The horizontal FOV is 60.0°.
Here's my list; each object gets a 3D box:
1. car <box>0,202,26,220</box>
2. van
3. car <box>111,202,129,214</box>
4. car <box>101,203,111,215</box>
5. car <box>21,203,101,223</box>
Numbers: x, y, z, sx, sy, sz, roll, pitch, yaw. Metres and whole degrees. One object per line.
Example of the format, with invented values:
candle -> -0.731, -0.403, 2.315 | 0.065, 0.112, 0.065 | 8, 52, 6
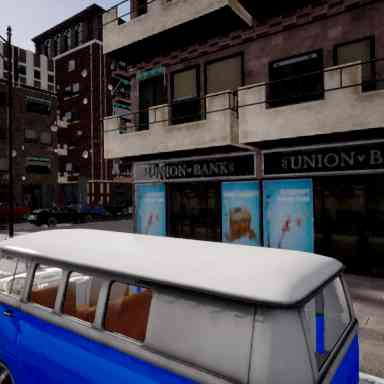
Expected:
car -> -15.479, 1.609, 27.310 | 1.967, 1.590, 4.097 | -2, -1, 36
van -> -0.534, 1.342, 3.231 | 3.998, 1.788, 1.690 | 0, -1, 35
car -> -8.837, 1.798, 36.421 | 1.947, 1.339, 4.313 | -2, -1, 36
car -> -10.338, 1.699, 29.957 | 2.033, 1.411, 5.357 | -1, -1, 36
car -> -8.708, 1.583, 22.369 | 1.947, 1.339, 4.313 | -2, -1, 36
